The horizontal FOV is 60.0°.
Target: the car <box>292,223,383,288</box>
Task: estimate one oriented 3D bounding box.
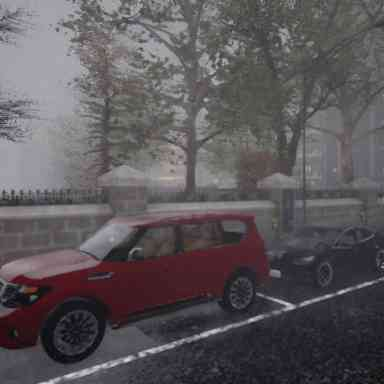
[{"bbox_3d":[3.767,1.575,9.244,4.313,1.339,1.947,0,0,-35],"label":"car"}]

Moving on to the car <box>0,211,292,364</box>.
[{"bbox_3d":[-0.742,1.318,6.034,5.009,1.841,2.192,0,0,-35],"label":"car"}]
